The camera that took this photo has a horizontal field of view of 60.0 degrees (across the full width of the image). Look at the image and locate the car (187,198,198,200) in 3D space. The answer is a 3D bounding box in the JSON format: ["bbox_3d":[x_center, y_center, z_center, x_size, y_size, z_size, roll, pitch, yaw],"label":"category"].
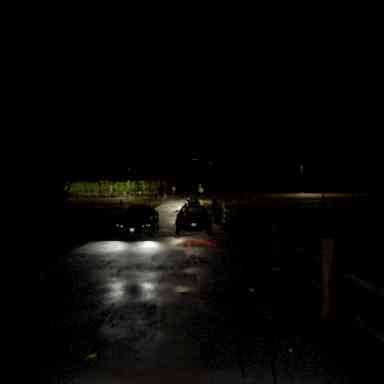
[{"bbox_3d":[0.051,1.435,38.860,2.033,1.411,5.357,0,1,0],"label":"car"}]

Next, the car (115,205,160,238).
[{"bbox_3d":[-2.772,1.497,17.769,1.837,1.490,4.892,0,0,0],"label":"car"}]

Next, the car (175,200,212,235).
[{"bbox_3d":[0.077,1.466,18.967,1.882,1.535,5.008,0,0,0],"label":"car"}]
